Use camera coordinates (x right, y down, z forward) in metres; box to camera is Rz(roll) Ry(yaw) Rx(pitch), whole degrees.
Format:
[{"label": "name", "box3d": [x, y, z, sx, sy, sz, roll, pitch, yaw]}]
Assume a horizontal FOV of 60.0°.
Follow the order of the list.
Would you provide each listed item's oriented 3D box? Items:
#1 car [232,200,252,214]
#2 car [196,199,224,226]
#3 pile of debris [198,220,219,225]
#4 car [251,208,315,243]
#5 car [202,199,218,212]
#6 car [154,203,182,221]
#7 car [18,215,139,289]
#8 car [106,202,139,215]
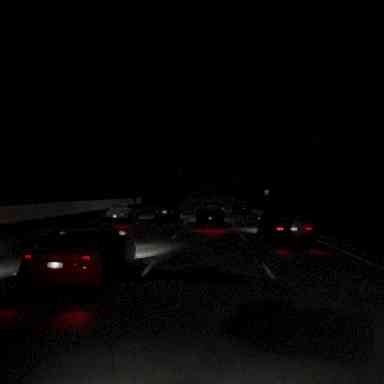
[{"label": "car", "box3d": [5.512, 1.595, 37.218, 1.882, 1.535, 5.008, 0, 0, 3]}, {"label": "car", "box3d": [1.306, 1.542, 23.941, 1.882, 1.535, 5.008, 0, 0, 3]}, {"label": "pile of debris", "box3d": [1.234, 2.241, 24.524, 1.500, 0.140, 1.860, 0, 0, 3]}, {"label": "car", "box3d": [4.413, 1.609, 16.399, 2.033, 1.411, 5.357, 0, 0, 3]}, {"label": "car", "box3d": [2.284, 1.640, 42.459, 1.812, 1.442, 4.674, 0, 0, 3]}, {"label": "car", "box3d": [-1.977, 1.607, 28.133, 2.033, 1.411, 5.357, 0, 0, 3]}, {"label": "car", "box3d": [-2.908, 1.573, 9.263, 1.994, 1.385, 4.181, 0, 0, 2]}, {"label": "car", "box3d": [-5.553, 1.565, 26.776, 1.812, 1.442, 4.674, 0, 0, 3]}]
